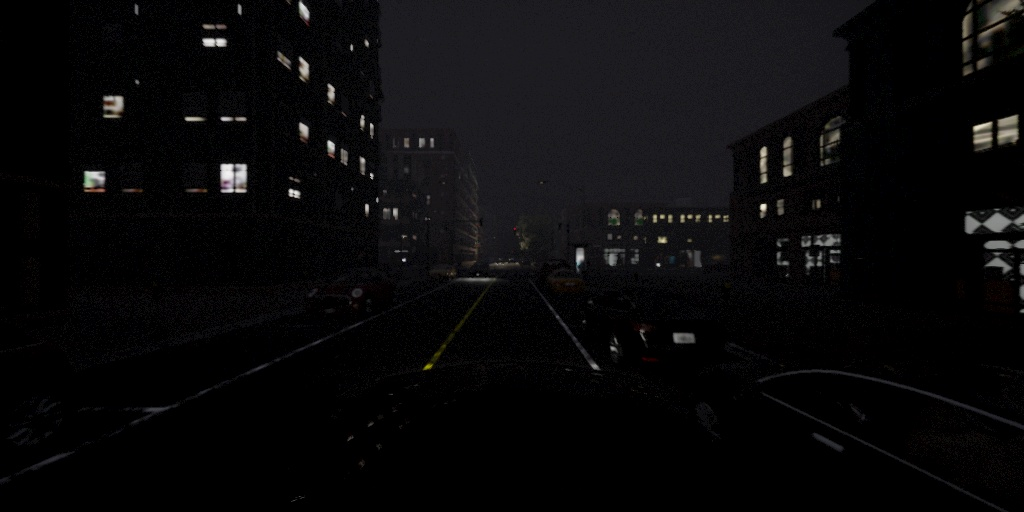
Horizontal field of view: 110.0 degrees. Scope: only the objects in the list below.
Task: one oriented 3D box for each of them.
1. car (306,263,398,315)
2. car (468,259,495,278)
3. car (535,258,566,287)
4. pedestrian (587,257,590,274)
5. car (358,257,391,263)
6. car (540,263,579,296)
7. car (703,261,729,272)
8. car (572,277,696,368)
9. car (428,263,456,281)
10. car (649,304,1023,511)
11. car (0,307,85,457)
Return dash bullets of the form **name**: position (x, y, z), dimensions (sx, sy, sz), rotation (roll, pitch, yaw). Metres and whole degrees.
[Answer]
- **car**: position (-5.696, 1.188, 13.208), dimensions (1.967, 1.591, 4.097), rotation (0, 0, 0)
- **car**: position (-3.031, 1.291, 34.736), dimensions (2.033, 1.411, 5.357), rotation (0, 0, 0)
- **car**: position (2.680, 1.060, 24.290), dimensions (2.192, 1.841, 5.009), rotation (0, 0, 0)
- **pedestrian**: position (8.118, 0.992, 38.237), dimensions (0.375, 1.860, 0.375), rotation (0, 0, 0)
- **car**: position (-17.295, 1.006, 44.052), dimensions (5.009, 1.841, 2.192), rotation (0, 0, 0)
- **car**: position (2.682, 1.272, 18.920), dimensions (1.751, 1.417, 4.829), rotation (0, 0, 0)
- **car**: position (26.128, 1.411, 44.327), dimensions (4.507, 1.381, 1.888), rotation (0, 0, 0)
- **car**: position (2.686, 1.315, 7.671), dimensions (1.948, 1.339, 4.313), rotation (0, 0, 0)
- **car**: position (-5.704, 1.270, 29.657), dimensions (1.751, 1.417, 4.829), rotation (0, 0, 0)
- **car**: position (2.689, 1.300, 2.131), dimensions (2.007, 1.370, 4.403), rotation (0, 0, 0)
- **car**: position (-5.692, 1.190, 2.128), dimensions (1.967, 1.591, 4.097), rotation (0, 0, 0)
